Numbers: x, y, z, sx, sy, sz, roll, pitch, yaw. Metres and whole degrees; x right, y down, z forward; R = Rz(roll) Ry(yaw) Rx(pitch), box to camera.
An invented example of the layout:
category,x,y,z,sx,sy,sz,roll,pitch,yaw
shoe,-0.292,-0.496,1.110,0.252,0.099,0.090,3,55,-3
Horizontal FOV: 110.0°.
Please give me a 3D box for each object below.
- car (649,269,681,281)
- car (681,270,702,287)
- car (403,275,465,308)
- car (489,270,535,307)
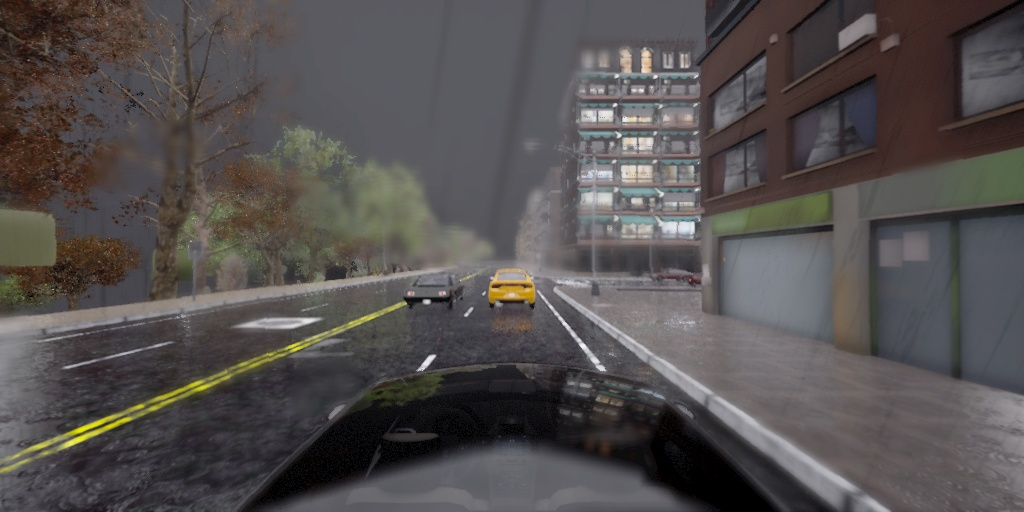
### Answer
category,x,y,z,sx,sy,sz,roll,pitch,yaw
car,16.283,1.949,36.792,4.207,1.307,1.802,0,0,0
car,16.335,1.833,28.445,4.507,1.381,1.888,0,0,0
car,-3.250,1.486,15.965,1.895,1.301,4.718,0,-1,0
car,0.005,1.367,16.331,1.882,1.535,5.008,0,0,0
